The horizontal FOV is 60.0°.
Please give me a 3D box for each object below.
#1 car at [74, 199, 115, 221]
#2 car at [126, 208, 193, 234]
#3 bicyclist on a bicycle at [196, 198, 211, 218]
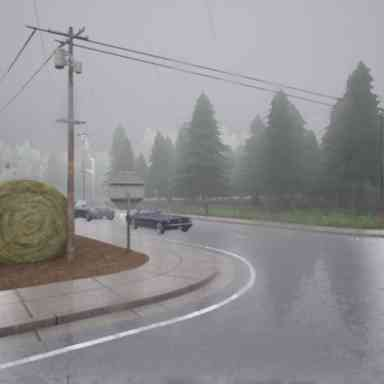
[{"bbox_3d":[-8.141,1.383,27.380,2.097,1.767,4.553,0,0,-38],"label":"car"},{"bbox_3d":[-2.012,1.631,19.638,1.895,1.301,4.718,0,0,-38],"label":"car"},{"bbox_3d":[1.001,1.328,27.887,1.656,1.620,0.582,0,0,-38],"label":"bicyclist on a bicycle"}]
